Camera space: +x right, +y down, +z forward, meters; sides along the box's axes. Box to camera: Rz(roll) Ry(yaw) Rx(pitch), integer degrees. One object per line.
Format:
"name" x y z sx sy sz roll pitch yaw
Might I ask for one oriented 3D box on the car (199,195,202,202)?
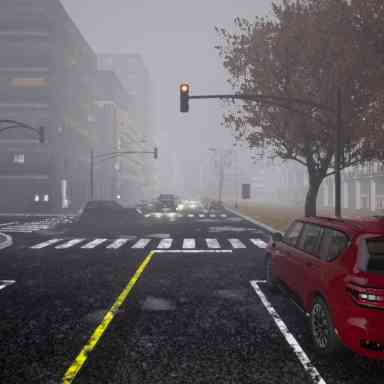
"car" 2.787 1.625 65.979 1.802 1.307 4.206 0 0 0

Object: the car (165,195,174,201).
"car" -5.570 1.507 82.591 1.967 1.590 4.097 0 0 0

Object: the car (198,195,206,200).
"car" 2.827 1.638 93.643 2.008 1.369 4.403 0 0 0

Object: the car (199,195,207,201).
"car" 2.819 1.621 88.111 1.887 1.381 4.507 0 0 0

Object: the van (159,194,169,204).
"van" -5.594 1.384 65.993 1.690 1.788 3.998 0 0 0

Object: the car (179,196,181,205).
"car" -3.011 1.528 50.094 1.837 1.490 4.892 0 0 0

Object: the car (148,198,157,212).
"car" -5.634 1.563 38.329 2.008 1.369 4.403 0 0 0

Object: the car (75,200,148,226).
"car" -5.846 1.351 23.660 4.553 1.767 2.097 0 0 -24

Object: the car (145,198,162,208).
"car" -5.618 1.573 49.395 2.008 1.369 4.403 0 0 0

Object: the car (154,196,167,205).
"car" -5.602 1.476 60.460 1.967 1.590 4.097 0 0 0

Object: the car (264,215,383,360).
"car" 2.700 1.315 5.928 2.192 1.841 5.009 0 0 0

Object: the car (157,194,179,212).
"car" -3.033 1.235 40.075 2.150 2.045 5.566 0 0 0

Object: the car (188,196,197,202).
"car" 0.118 1.587 79.845 1.812 1.442 4.674 0 0 0

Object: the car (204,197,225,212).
"car" 2.746 1.557 38.316 1.887 1.381 4.507 0 0 0

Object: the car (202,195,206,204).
"car" 2.762 1.548 49.552 1.752 1.417 4.829 0 0 0
